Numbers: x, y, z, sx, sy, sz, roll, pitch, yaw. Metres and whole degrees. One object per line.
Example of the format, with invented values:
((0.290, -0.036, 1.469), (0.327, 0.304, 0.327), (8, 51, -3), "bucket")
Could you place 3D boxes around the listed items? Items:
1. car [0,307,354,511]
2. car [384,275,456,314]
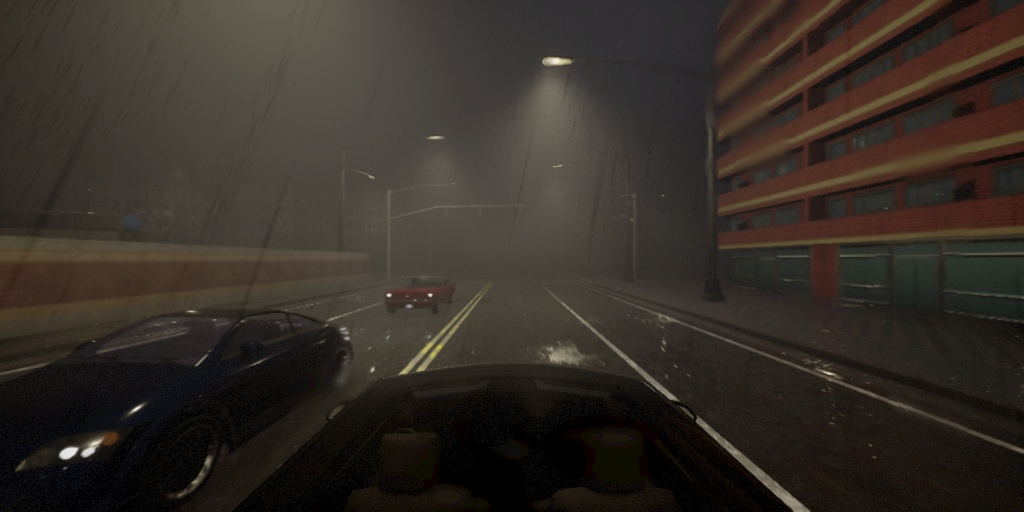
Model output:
((-3.589, 1.334, 4.170), (1.994, 1.385, 4.181), (0, -1, 1), "car")
((-3.573, 1.468, 14.699), (1.895, 1.301, 4.718), (0, -1, 0), "car")
